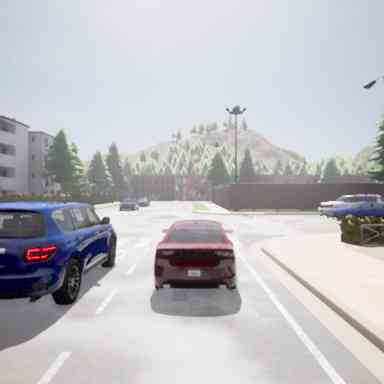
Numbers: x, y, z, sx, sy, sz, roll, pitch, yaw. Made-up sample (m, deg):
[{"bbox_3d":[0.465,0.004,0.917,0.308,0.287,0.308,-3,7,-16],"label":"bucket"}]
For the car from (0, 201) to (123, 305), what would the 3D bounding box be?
[{"bbox_3d":[-3.438,1.236,8.249,2.150,2.045,5.566,0,0,0],"label":"car"}]

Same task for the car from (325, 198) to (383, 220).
[{"bbox_3d":[13.836,1.526,26.835,5.008,1.535,1.882,0,0,0],"label":"car"}]

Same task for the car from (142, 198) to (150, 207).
[{"bbox_3d":[-7.842,1.626,53.234,2.033,1.411,5.357,0,0,0],"label":"car"}]

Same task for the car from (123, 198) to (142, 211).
[{"bbox_3d":[-7.821,1.562,41.717,1.837,1.490,4.892,0,0,0],"label":"car"}]

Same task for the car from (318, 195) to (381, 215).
[{"bbox_3d":[14.521,1.274,30.333,5.566,2.045,2.150,0,0,0],"label":"car"}]

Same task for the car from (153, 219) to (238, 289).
[{"bbox_3d":[0.139,1.494,9.232,1.882,1.535,5.008,0,0,2],"label":"car"}]
